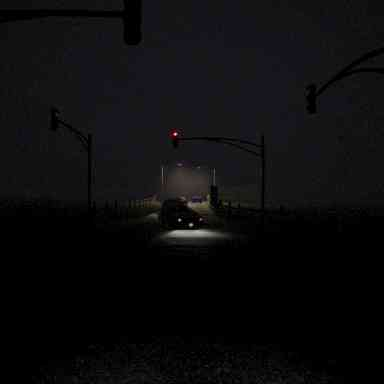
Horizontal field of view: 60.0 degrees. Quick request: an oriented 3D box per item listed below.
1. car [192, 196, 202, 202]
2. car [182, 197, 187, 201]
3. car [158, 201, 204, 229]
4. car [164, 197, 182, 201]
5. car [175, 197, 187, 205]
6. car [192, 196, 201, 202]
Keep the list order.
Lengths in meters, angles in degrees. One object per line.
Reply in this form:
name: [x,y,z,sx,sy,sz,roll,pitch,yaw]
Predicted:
car: [1.030,1.495,65.895,1.882,1.535,5.008,0,0,1]
car: [-2.154,1.559,50.622,2.033,1.411,5.357,0,0,1]
car: [-0.903,1.554,22.275,2.033,1.411,5.357,0,0,-19]
car: [-2.376,1.512,36.601,1.837,1.490,4.892,0,0,1]
car: [-1.964,1.579,61.149,1.994,1.385,4.181,0,0,1]
car: [1.092,1.617,75.929,1.895,1.301,4.718,0,0,1]
